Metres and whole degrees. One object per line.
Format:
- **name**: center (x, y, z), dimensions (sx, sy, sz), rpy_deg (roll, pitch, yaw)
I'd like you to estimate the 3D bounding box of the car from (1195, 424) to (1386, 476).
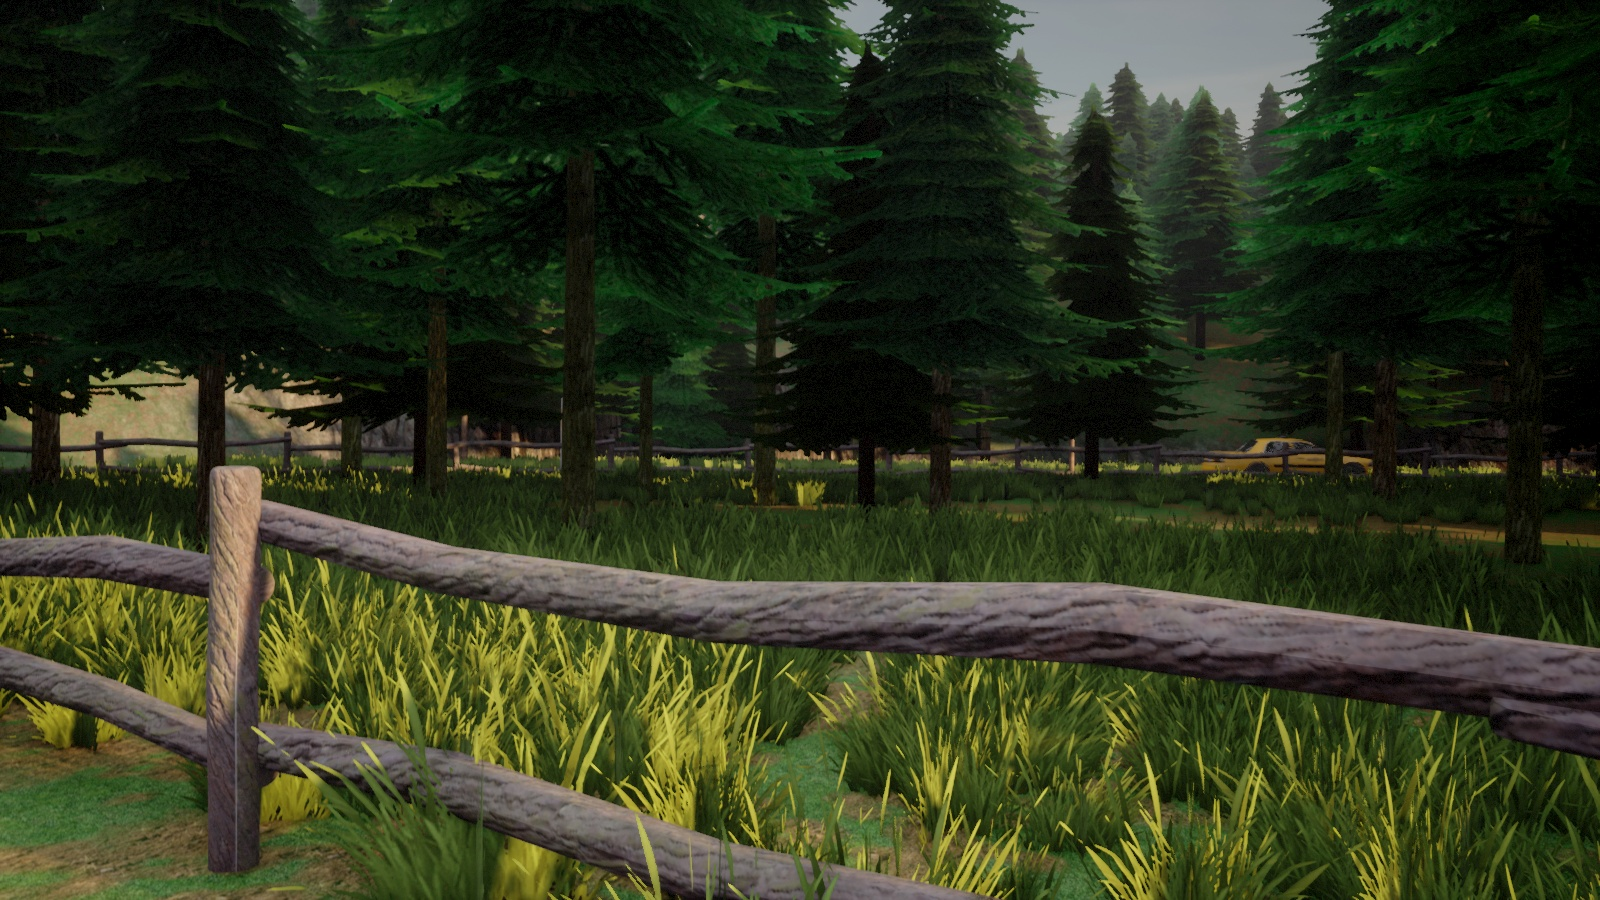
- **car**: center (15.470, -0.005, 39.799), dimensions (5.366, 1.575, 1.801), rpy_deg (0, 1, 3)
